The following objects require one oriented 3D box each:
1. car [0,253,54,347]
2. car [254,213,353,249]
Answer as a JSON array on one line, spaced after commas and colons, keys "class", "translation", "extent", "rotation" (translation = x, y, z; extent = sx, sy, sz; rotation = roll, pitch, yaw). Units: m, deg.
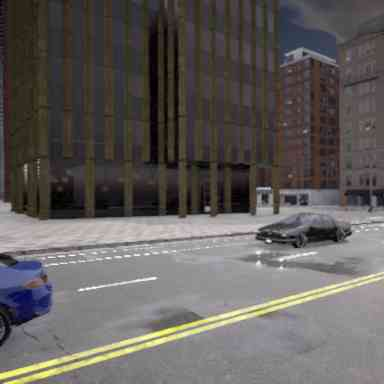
[{"class": "car", "translation": [-4.408, 1.514, 4.535], "extent": [4.674, 1.442, 1.812], "rotation": [1, 0, -36]}, {"class": "car", "translation": [5.381, 1.696, 15.512], "extent": [5.357, 1.411, 2.033], "rotation": [1, 0, -36]}]
